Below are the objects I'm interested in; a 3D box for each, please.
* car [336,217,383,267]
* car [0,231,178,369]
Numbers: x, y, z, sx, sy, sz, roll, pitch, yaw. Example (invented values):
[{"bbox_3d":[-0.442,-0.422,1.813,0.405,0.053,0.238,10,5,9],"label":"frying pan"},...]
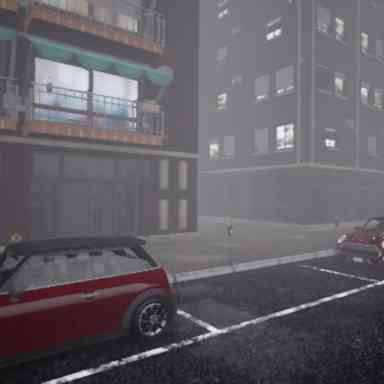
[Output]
[{"bbox_3d":[6.709,1.569,11.344,4.097,1.590,1.967,1,0,-35],"label":"car"},{"bbox_3d":[-2.312,1.449,4.912,4.097,1.590,1.967,1,0,-35],"label":"car"}]
